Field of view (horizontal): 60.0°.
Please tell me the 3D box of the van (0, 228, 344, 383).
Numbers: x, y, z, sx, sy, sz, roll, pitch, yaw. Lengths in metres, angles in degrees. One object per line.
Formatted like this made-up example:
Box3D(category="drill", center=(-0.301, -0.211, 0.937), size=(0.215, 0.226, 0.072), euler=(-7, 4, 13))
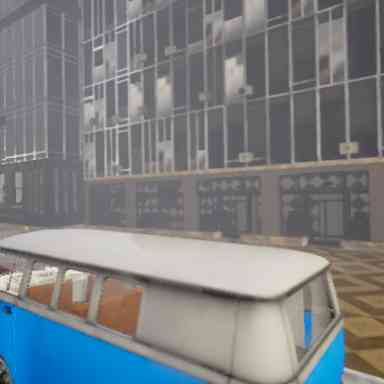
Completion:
Box3D(category="van", center=(-0.612, 1.344, 3.332), size=(3.998, 1.788, 1.690), euler=(0, -1, 36))
